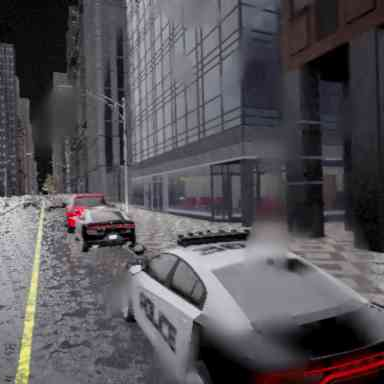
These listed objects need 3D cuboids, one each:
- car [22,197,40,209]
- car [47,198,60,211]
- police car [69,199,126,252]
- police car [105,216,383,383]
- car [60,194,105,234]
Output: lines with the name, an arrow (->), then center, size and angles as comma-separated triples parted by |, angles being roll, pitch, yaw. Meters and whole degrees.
car -> -22.015, 1.481, 45.449 | 1.837, 1.490, 4.892 | -2, 1, -24
car -> -16.237, 1.453, 39.869 | 2.033, 1.411, 5.357 | -2, 1, -23
police car -> -3.764, 1.336, 13.789 | 1.930, 1.638, 5.238 | -2, 1, -24
police car -> 0.279, 1.352, 4.642 | 1.930, 1.638, 5.238 | -2, 1, -24
car -> -6.162, 1.129, 19.203 | 2.150, 2.045, 5.566 | -2, 1, -24
